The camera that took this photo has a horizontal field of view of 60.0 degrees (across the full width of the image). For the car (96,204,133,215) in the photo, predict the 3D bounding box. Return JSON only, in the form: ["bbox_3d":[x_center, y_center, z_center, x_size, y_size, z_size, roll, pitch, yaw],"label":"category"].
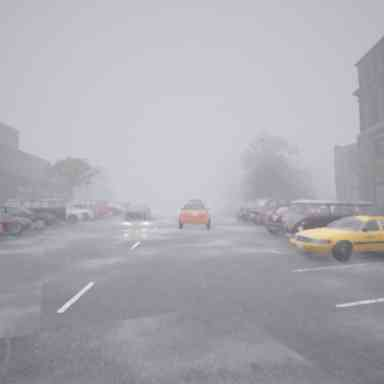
[{"bbox_3d":[-11.109,2.495,47.513,4.892,1.521,2.231,0,-4,-19],"label":"car"}]

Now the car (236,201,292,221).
[{"bbox_3d":[6.559,1.701,30.442,4.553,1.767,2.185,1,-1,-19],"label":"car"}]

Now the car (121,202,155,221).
[{"bbox_3d":[-4.936,1.826,31.049,1.882,1.535,5.008,0,-1,1],"label":"car"}]

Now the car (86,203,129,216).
[{"bbox_3d":[-11.312,2.324,44.526,5.366,1.575,1.946,0,-3,-19],"label":"car"}]

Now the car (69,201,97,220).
[{"bbox_3d":[-11.295,1.843,29.967,4.674,1.452,2.002,0,-2,-20],"label":"car"}]

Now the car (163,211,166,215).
[{"bbox_3d":[-10.382,5.721,88.417,5.566,2.045,2.435,1,-5,-19],"label":"car"}]

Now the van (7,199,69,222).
[{"bbox_3d":[-11.446,1.464,24.058,4.442,1.987,1.878,0,-1,-20],"label":"van"}]

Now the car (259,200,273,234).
[{"bbox_3d":[6.416,1.495,18.455,4.553,1.767,2.185,1,-1,-20],"label":"car"}]

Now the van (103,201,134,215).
[{"bbox_3d":[-11.173,2.452,50.406,4.442,1.987,1.878,0,-3,-19],"label":"van"}]

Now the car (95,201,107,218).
[{"bbox_3d":[-11.239,1.899,32.900,4.792,1.488,2.163,0,-2,-19],"label":"car"}]

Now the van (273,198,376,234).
[{"bbox_3d":[6.325,1.356,15.425,4.442,1.987,1.878,1,0,-20],"label":"van"}]

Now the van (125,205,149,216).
[{"bbox_3d":[-10.716,3.651,65.104,4.442,1.987,1.878,1,-6,-19],"label":"van"}]

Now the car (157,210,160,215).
[{"bbox_3d":[-10.767,4.912,76.662,5.366,1.575,1.946,1,-5,-19],"label":"car"}]

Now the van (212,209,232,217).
[{"bbox_3d":[7.447,5.189,82.158,4.442,1.987,1.878,3,-6,-19],"label":"van"}]

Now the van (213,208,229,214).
[{"bbox_3d":[7.169,4.915,79.142,4.442,1.987,1.878,3,-5,-19],"label":"van"}]

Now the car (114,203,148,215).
[{"bbox_3d":[-10.904,3.104,59.225,5.566,2.045,2.435,1,-5,-19],"label":"car"}]

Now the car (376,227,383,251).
[{"bbox_3d":[6.375,1.545,6.475,4.792,1.488,2.163,1,0,-20],"label":"car"}]

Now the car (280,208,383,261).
[{"bbox_3d":[6.246,1.550,12.407,5.366,1.575,1.946,1,0,-20],"label":"car"}]

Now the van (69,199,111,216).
[{"bbox_3d":[-11.351,1.729,35.788,4.442,1.987,1.878,0,-2,-19],"label":"van"}]

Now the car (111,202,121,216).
[{"bbox_3d":[-11.215,2.059,38.748,5.008,1.535,2.097,0,-2,-19],"label":"car"}]

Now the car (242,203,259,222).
[{"bbox_3d":[6.509,1.741,24.457,4.792,1.488,2.163,1,-1,-20],"label":"car"}]

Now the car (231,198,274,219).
[{"bbox_3d":[6.485,1.515,27.425,5.566,2.045,2.435,1,-1,-20],"label":"car"}]

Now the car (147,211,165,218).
[{"bbox_3d":[-10.206,6.381,94.266,4.553,1.767,2.185,1,-5,-19],"label":"car"}]

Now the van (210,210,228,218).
[{"bbox_3d":[7.409,5.977,90.868,4.442,1.987,1.878,3,-5,-19],"label":"van"}]

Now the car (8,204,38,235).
[{"bbox_3d":[-11.342,1.629,18.243,4.792,1.488,2.163,-1,-1,-20],"label":"car"}]

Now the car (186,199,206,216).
[{"bbox_3d":[0.589,1.973,42.734,2.150,2.045,5.566,0,-3,4],"label":"car"}]

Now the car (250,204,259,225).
[{"bbox_3d":[6.457,1.703,21.452,4.674,1.452,2.002,1,-1,-20],"label":"car"}]

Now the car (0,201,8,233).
[{"bbox_3d":[-11.354,1.436,15.301,4.553,1.767,2.185,-1,-1,-20],"label":"car"}]

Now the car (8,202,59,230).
[{"bbox_3d":[-11.360,1.641,21.161,5.008,1.535,2.097,-1,-1,-20],"label":"car"}]

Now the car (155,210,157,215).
[{"bbox_3d":[-10.887,4.390,70.825,5.366,1.575,1.946,1,-5,-19],"label":"car"}]

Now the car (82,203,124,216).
[{"bbox_3d":[-11.181,2.184,41.673,4.892,1.521,2.231,0,-3,-19],"label":"car"}]

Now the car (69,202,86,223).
[{"bbox_3d":[-11.318,1.783,27.029,4.674,1.452,2.002,0,-1,-20],"label":"car"}]

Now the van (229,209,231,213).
[{"bbox_3d":[6.443,1.669,33.387,4.442,1.987,1.878,1,-2,-19],"label":"van"}]

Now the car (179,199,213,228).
[{"bbox_3d":[0.187,1.563,24.115,2.097,1.767,4.553,0,-1,0],"label":"car"}]

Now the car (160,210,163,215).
[{"bbox_3d":[-10.465,5.444,82.565,4.892,1.521,2.231,1,-5,-19],"label":"car"}]
